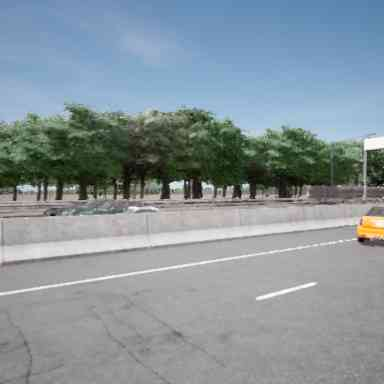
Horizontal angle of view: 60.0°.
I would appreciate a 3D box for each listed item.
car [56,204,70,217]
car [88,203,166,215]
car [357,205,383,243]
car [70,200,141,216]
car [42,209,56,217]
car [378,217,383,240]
[{"bbox_3d":[-7.184,1.375,24.543,4.553,1.767,2.097,0,0,-36],"label":"car"},{"bbox_3d":[-3.147,1.544,18.825,4.674,1.442,1.812,0,0,-36],"label":"car"},{"bbox_3d":[9.443,1.358,14.911,4.553,1.767,2.097,0,0,-36],"label":"car"},{"bbox_3d":[-5.151,1.362,21.694,4.553,1.767,2.097,0,0,-36],"label":"car"},{"bbox_3d":[-9.298,1.550,27.335,5.357,1.411,2.033,0,0,-35],"label":"car"},{"bbox_3d":[7.363,1.482,9.127,5.008,1.535,1.882,0,0,-36],"label":"car"}]
